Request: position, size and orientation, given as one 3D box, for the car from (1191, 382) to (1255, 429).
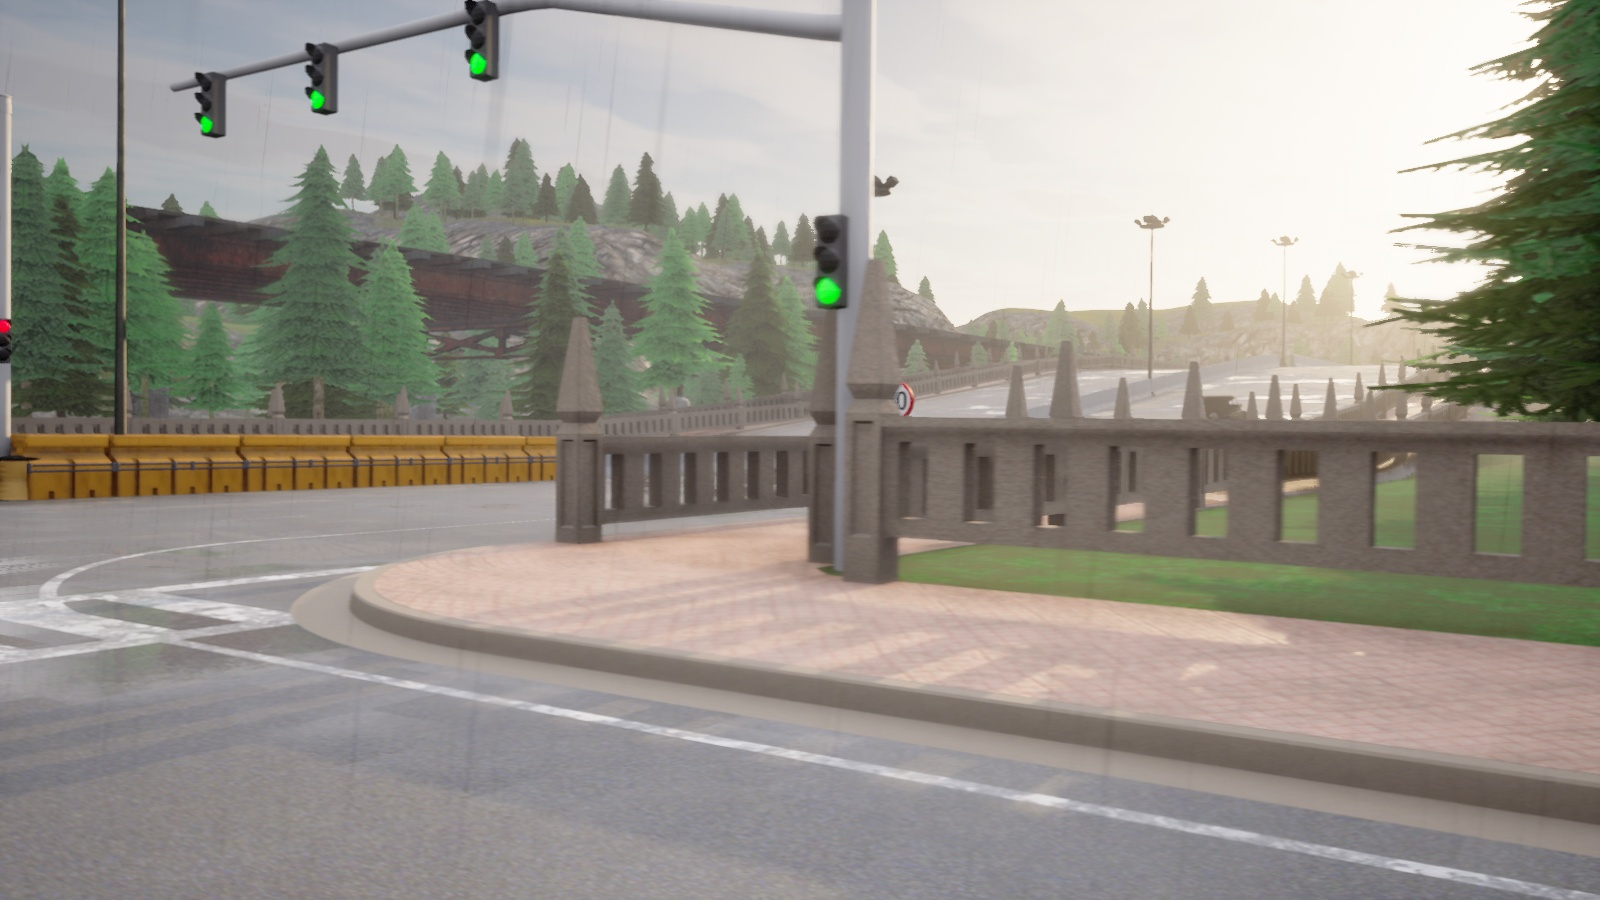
[{"bbox_3d":[20.320,-2.148,60.210,1.905,1.878,3.866,0,8,34],"label":"car"}]
